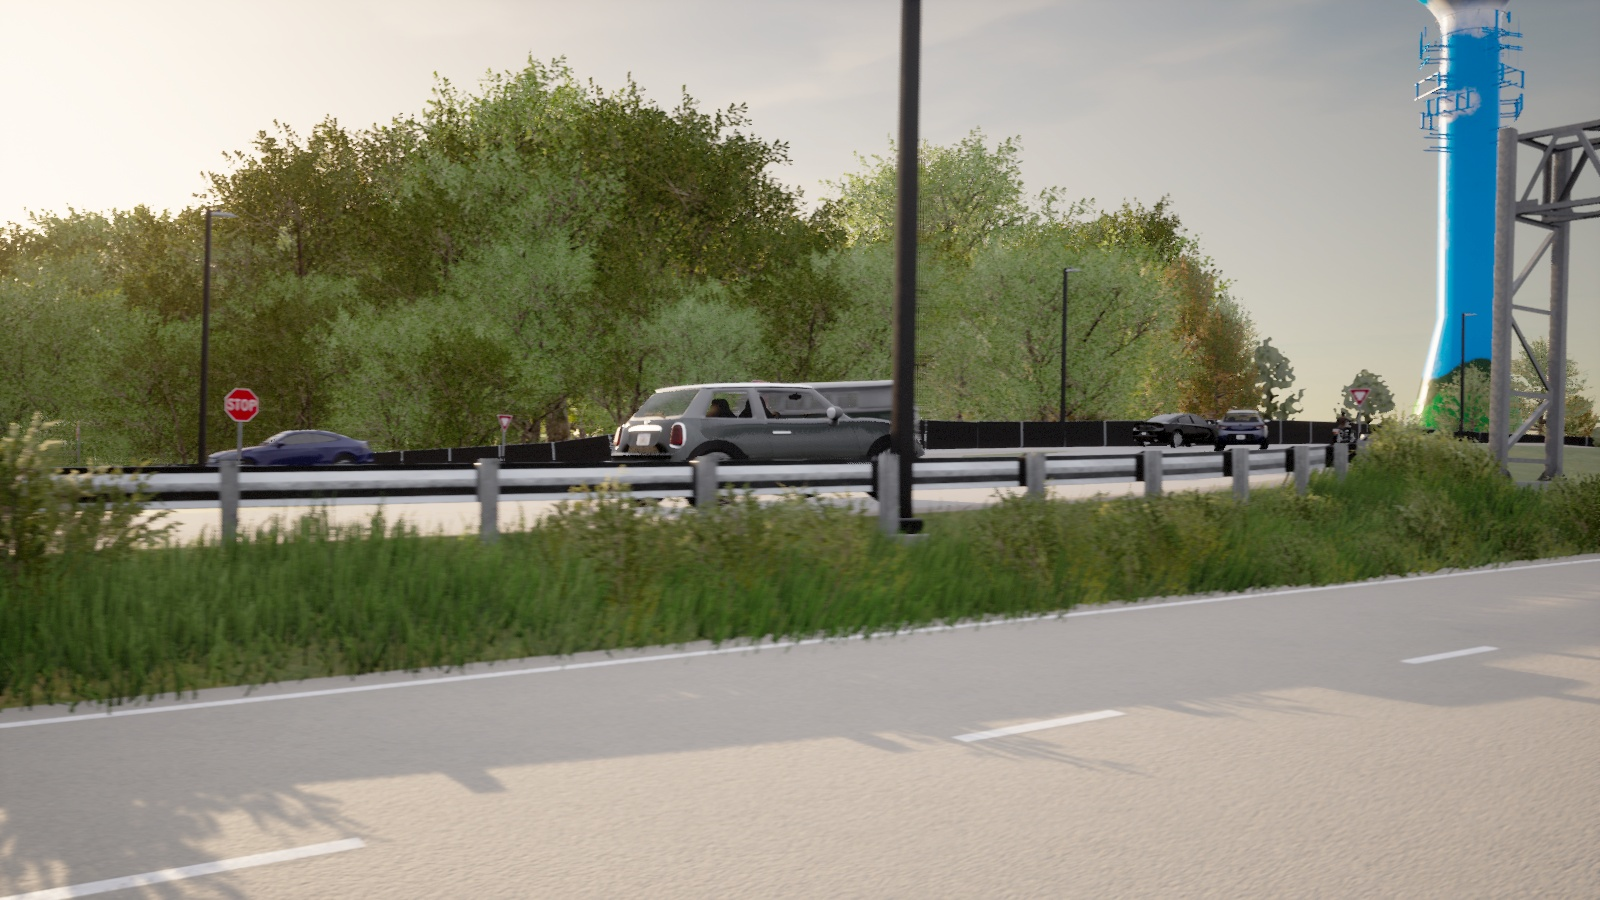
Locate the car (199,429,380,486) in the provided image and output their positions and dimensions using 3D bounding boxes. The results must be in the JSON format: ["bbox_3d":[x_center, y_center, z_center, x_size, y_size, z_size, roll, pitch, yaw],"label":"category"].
[{"bbox_3d":[-15.264,0.201,37.687,4.674,1.442,1.812,-4,2,-37],"label":"car"}]

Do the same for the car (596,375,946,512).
[{"bbox_3d":[-0.309,-0.113,15.396,3.806,1.475,1.970,-2,1,-36],"label":"car"}]

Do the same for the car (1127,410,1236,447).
[{"bbox_3d":[16.823,-0.949,55.295,5.008,1.535,1.882,-1,1,-34],"label":"car"}]

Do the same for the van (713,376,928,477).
[{"bbox_3d":[0.496,-0.501,27.657,4.442,1.987,1.775,-2,1,10],"label":"van"}]

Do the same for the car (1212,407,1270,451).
[{"bbox_3d":[15.678,-0.741,44.524,1.816,1.474,4.193,0,1,21],"label":"car"}]

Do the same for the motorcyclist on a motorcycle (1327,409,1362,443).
[{"bbox_3d":[27.014,-1.196,62.259,2.350,1.649,0.766,-1,1,-44],"label":"motorcyclist on a motorcycle"}]
